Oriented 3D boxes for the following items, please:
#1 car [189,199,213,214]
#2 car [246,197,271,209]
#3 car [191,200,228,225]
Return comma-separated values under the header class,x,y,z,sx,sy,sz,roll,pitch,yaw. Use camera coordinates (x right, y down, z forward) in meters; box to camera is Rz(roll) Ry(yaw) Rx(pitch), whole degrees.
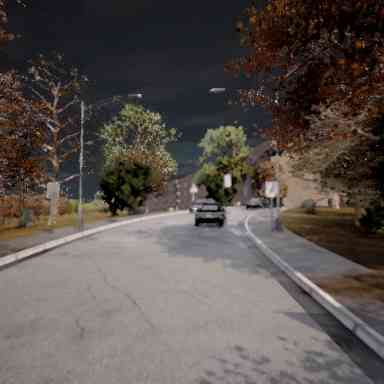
class,x,y,z,sx,sy,sz,roll,pitch,yaw
car,1.266,1.444,34.742,2.128,1.511,4.902,-2,0,24
car,8.132,1.327,40.366,1.994,1.385,4.181,-3,-1,32
car,1.418,1.499,23.441,1.994,1.385,4.181,-1,0,10
